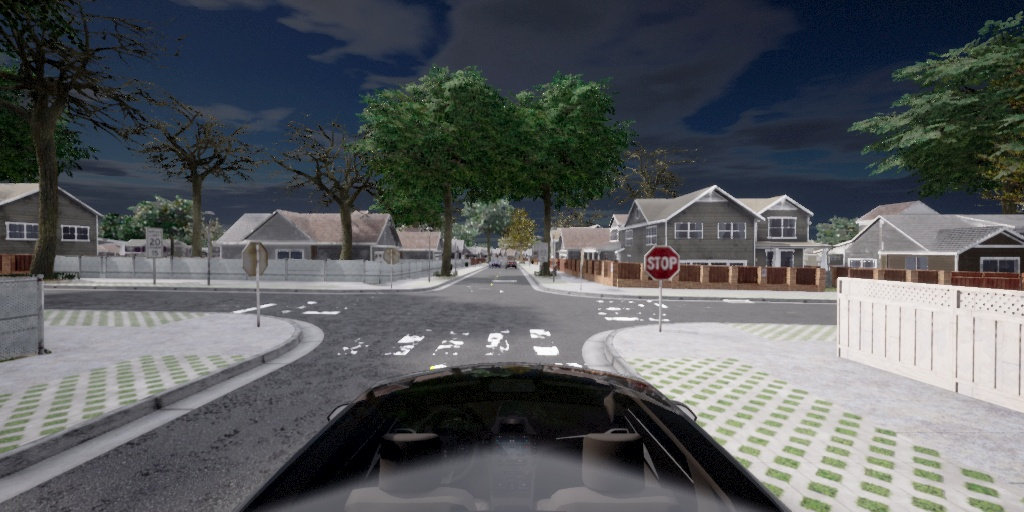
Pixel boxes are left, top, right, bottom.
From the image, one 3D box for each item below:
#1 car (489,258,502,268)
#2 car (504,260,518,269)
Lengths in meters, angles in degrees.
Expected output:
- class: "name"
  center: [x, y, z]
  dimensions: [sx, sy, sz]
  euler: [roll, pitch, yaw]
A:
- class: "car"
  center: [-2.910, 1.224, 62.423]
  dimensions: [2.097, 1.767, 4.553]
  euler: [0, 0, 0]
- class: "car"
  center: [-0.146, 1.359, 57.370]
  dimensions: [1.837, 1.490, 4.892]
  euler: [0, 0, 0]
